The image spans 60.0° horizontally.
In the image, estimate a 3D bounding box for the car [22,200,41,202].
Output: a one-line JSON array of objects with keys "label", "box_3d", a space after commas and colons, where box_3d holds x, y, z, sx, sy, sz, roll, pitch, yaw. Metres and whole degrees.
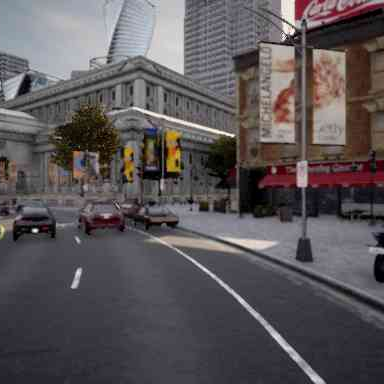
[{"label": "car", "box_3d": [-17.052, 1.556, 35.120, 5.357, 1.411, 2.033, 0, 0, 42]}]

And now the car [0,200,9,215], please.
[{"label": "car", "box_3d": [-19.557, 1.502, 32.571, 4.902, 1.511, 2.128, 0, 0, 43]}]

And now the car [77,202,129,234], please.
[{"label": "car", "box_3d": [-5.493, 1.352, 19.653, 2.097, 1.767, 4.553, 0, 0, -26]}]

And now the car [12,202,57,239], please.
[{"label": "car", "box_3d": [-8.240, 1.509, 17.482, 1.837, 1.490, 4.892, 0, 0, -25]}]

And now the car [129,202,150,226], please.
[{"label": "car", "box_3d": [-5.432, 1.519, 26.067, 2.002, 1.452, 4.674, 0, 0, -34]}]
